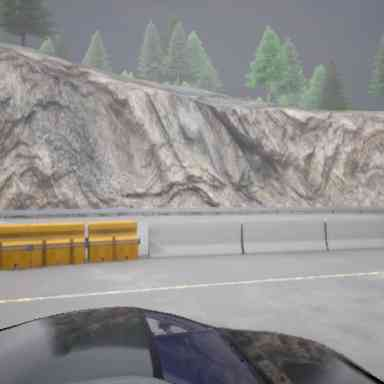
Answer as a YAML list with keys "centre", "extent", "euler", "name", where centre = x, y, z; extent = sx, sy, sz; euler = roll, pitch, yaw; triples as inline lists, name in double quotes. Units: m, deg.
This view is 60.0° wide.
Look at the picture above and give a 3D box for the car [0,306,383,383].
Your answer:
- centre: [-0.412, 1.564, 2.131]
  extent: [4.181, 1.385, 1.994]
  euler: [0, 0, -16]
  name: "car"
